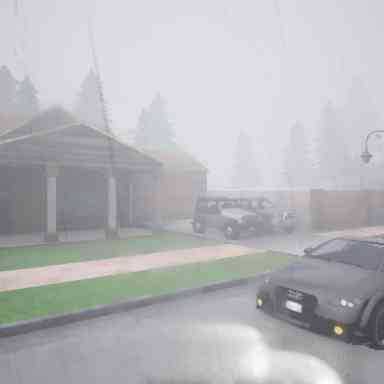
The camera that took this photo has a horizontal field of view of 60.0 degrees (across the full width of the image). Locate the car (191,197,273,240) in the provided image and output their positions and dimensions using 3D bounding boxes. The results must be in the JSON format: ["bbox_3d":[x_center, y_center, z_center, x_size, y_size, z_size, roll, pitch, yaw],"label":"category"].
[{"bbox_3d":[1.614,1.176,15.984,1.905,1.878,3.866,0,0,-36],"label":"car"}]

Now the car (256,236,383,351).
[{"bbox_3d":[3.183,1.564,6.240,4.181,1.385,1.994,0,0,-35],"label":"car"}]

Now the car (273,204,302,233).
[{"bbox_3d":[3.434,1.174,17.762,1.932,1.855,4.605,0,0,-36],"label":"car"}]
